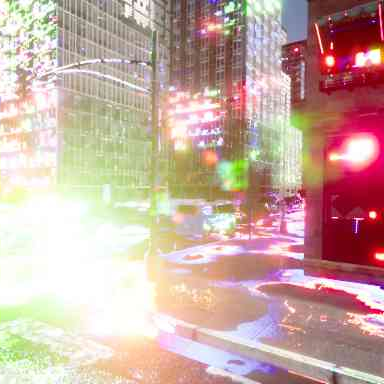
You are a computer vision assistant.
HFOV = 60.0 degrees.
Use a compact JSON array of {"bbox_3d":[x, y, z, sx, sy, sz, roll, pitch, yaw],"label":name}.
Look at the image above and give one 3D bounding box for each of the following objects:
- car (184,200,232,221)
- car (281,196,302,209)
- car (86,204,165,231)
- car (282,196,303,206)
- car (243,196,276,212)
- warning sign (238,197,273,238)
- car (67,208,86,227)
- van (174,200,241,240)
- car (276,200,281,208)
[{"bbox_3d":[1.426,1.448,27.927,1.812,1.442,4.674,1,1,35],"label":"car"},{"bbox_3d":[13.041,1.438,44.291,2.033,1.411,5.357,1,1,36],"label":"car"},{"bbox_3d":[-3.828,1.540,20.490,1.895,1.301,4.718,1,1,35],"label":"car"},{"bbox_3d":[16.193,1.363,53.338,1.752,1.417,4.829,1,1,35],"label":"car"},{"bbox_3d":[6.852,1.384,35.598,1.882,1.535,5.008,1,1,35],"label":"car"},{"bbox_3d":[3.089,1.177,16.116,1.300,1.860,1.060,1,1,35],"label":"warning sign"},{"bbox_3d":[-6.045,1.467,21.839,1.947,1.339,4.313,1,1,35],"label":"car"},{"bbox_3d":[0.804,1.368,17.003,1.690,1.788,3.998,1,1,35],"label":"van"},{"bbox_3d":[9.910,1.293,44.436,1.967,1.590,4.097,1,1,35],"label":"car"}]
